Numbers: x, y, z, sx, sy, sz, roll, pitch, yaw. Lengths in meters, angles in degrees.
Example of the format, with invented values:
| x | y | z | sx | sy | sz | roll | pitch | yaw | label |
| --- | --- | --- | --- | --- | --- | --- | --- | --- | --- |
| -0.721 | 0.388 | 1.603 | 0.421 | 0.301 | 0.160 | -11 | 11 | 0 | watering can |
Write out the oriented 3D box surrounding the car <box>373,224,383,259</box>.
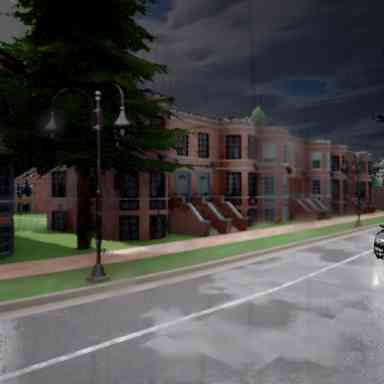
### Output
| x | y | z | sx | sy | sz | roll | pitch | yaw | label |
| --- | --- | --- | --- | --- | --- | --- | --- | --- | --- |
| 8.085 | 1.544 | 11.952 | 2.128 | 1.511 | 4.902 | -1 | -1 | 44 | car |
